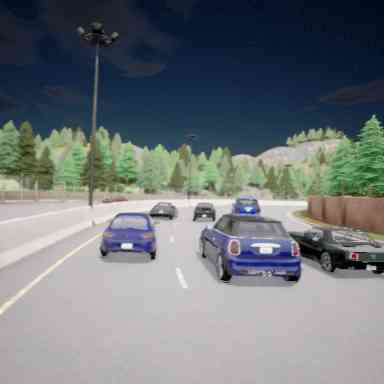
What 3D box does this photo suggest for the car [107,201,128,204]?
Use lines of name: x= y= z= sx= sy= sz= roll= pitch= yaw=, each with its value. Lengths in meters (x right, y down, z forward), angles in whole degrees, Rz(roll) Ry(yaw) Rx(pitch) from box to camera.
car: x=-10.516 y=1.211 z=45.805 sx=1.882 sy=1.535 sz=5.008 roll=3 pitch=0 yaw=13

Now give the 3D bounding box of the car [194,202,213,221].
car: x=1.175 y=1.667 z=28.838 sx=1.837 sy=1.490 sz=4.892 roll=2 pitch=0 yaw=4

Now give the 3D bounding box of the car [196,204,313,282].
car: x=1.566 y=1.462 z=10.343 sx=2.097 sy=1.767 sz=4.553 roll=3 pitch=0 yaw=-7

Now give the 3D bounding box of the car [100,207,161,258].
car: x=-2.210 y=1.471 z=12.382 sx=1.812 sy=1.442 sz=4.674 roll=3 pitch=0 yaw=-6

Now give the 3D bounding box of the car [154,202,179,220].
car: x=-2.318 y=1.566 z=28.688 sx=1.994 sy=1.385 sz=4.181 roll=3 pitch=0 yaw=4

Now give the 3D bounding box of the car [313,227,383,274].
car: x=4.866 y=1.868 z=11.669 sx=1.895 sy=1.301 sz=4.718 roll=3 pitch=0 yaw=-7

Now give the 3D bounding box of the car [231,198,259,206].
car: x=4.635 y=1.542 z=28.747 sx=2.150 sy=2.045 sz=5.566 roll=2 pitch=0 yaw=5
